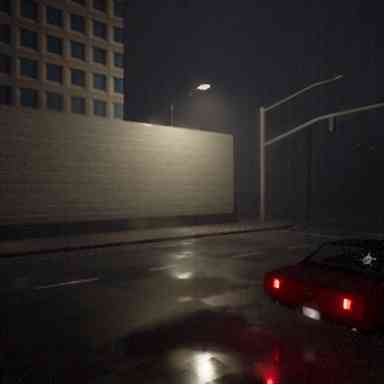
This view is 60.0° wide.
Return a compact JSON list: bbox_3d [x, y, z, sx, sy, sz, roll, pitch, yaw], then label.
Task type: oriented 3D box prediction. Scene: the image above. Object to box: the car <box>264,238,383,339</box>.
[{"bbox_3d":[3.662,1.572,6.400,4.718,1.301,1.895,0,0,-35],"label":"car"}]
